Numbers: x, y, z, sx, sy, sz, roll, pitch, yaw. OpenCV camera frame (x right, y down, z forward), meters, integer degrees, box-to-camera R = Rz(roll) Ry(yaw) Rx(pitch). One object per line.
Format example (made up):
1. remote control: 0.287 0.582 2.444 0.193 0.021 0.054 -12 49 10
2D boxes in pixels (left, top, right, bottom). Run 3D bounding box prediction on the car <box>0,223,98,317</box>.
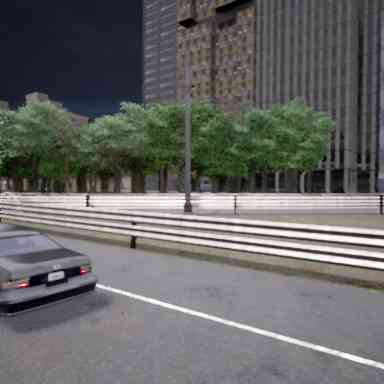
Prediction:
1. car: -4.298 1.394 7.016 5.357 1.411 2.033 1 1 36
